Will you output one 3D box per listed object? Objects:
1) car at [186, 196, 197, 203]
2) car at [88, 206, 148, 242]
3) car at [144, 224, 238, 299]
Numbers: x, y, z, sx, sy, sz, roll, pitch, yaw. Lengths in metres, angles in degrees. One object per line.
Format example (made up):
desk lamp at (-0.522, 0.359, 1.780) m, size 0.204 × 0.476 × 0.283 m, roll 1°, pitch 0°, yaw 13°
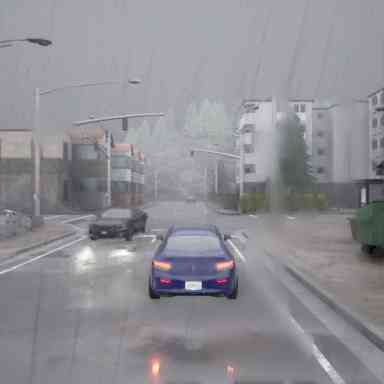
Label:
car at (-0.152, 1.526, 66.956) m, size 1.812 × 1.442 × 4.674 m, roll 0°, pitch 0°, yaw 0°
car at (-3.576, 1.483, 16.774) m, size 1.882 × 1.535 × 5.008 m, roll -1°, pitch 0°, yaw 5°
car at (0.039, 1.526, 8.314) m, size 1.812 × 1.442 × 4.674 m, roll 0°, pitch 0°, yaw 0°
